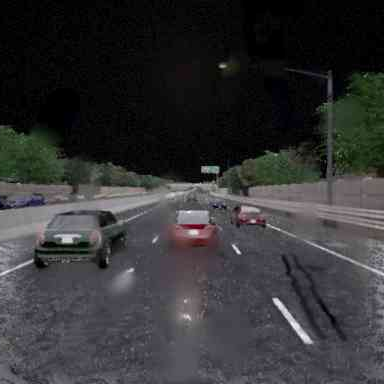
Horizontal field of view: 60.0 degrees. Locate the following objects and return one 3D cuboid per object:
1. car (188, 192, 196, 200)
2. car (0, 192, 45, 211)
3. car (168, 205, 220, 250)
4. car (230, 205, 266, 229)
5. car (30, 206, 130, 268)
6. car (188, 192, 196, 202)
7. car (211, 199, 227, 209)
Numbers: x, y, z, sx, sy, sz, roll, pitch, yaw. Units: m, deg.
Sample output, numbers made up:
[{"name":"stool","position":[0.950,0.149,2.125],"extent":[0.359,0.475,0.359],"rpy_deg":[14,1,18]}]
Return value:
[{"name":"car","position":[0.045,1.122,93.044],"extent":[2.150,2.045,5.566],"rpy_deg":[0,0,0]},{"name":"car","position":[-17.490,0.979,35.085],"extent":[2.150,2.045,5.566],"rpy_deg":[0,0,0]},{"name":"car","position":[0.048,1.526,14.527],"extent":[2.163,1.488,4.792],"rpy_deg":[0,0,0]},{"name":"car","position":[3.609,1.554,21.907],"extent":[1.812,1.442,4.674],"rpy_deg":[0,0,0]},{"name":"car","position":[-3.497,1.371,11.466],"extent":[2.097,1.767,4.553],"rpy_deg":[0,0,0]},{"name":"car","position":[0.021,1.461,77.224],"extent":[1.837,1.490,4.892],"rpy_deg":[0,0,0]},{"name":"car","position":[3.614,1.636,45.714],"extent":[1.895,1.301,4.718],"rpy_deg":[0,0,0]}]
